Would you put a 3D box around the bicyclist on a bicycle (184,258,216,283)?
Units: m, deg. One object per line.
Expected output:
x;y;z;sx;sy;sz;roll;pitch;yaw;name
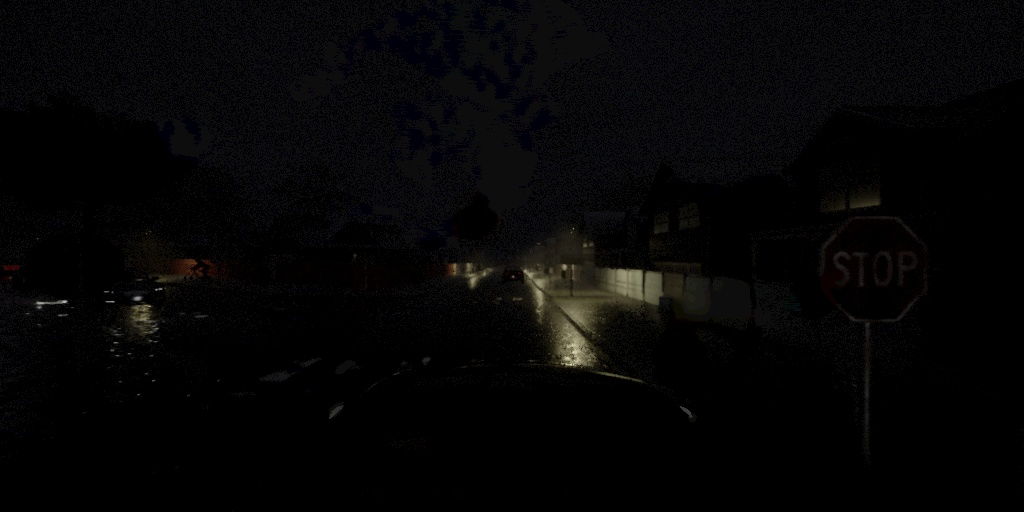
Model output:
-20.341;0.961;23.407;0.582;1.620;1.656;0;0;30;bicyclist on a bicycle

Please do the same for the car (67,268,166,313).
-15.235;1.206;13.765;4.902;1.511;2.128;0;0;30;car

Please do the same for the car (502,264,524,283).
0.111;1.655;32.813;1.882;1.535;5.008;0;-1;0;car

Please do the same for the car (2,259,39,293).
-25.423;1.127;19.556;4.902;1.511;2.128;0;0;30;car

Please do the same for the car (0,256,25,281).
-35.881;0.902;25.507;4.553;1.767;2.097;1;0;30;car
